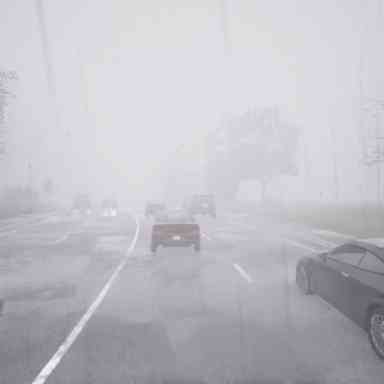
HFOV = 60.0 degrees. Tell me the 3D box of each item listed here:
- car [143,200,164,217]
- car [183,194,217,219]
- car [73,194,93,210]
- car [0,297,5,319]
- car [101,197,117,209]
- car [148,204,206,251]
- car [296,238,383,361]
[{"bbox_3d":[-3.535,1.490,31.343,1.882,1.535,5.008,0,0,-12],"label":"car"},{"bbox_3d":[0.539,1.228,29.051,2.150,2.045,5.566,0,0,-11],"label":"car"},{"bbox_3d":[-14.522,1.245,44.251,2.150,2.045,5.566,0,0,-18],"label":"car"},{"bbox_3d":[-3.694,1.556,2.666,2.033,1.411,5.357,0,0,-1],"label":"car"},{"bbox_3d":[-11.521,1.516,46.219,2.128,1.511,4.902,0,0,-19],"label":"car"},{"bbox_3d":[-0.780,1.482,14.286,1.882,1.535,5.008,0,0,-6],"label":"car"},{"bbox_3d":[3.359,1.519,5.733,1.812,1.442,4.674,0,0,-2],"label":"car"}]
